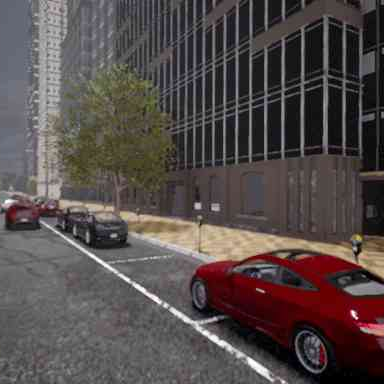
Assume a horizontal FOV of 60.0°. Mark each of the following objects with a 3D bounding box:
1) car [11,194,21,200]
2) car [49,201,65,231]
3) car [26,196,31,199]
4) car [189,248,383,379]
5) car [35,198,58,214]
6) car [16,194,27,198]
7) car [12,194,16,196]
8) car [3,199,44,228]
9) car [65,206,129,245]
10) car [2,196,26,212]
[{"bbox_3d":[-41.846,1.175,78.974,1.947,1.339,4.313,0,0,-31],"label":"car"},{"bbox_3d":[-7.139,1.494,20.140,2.008,1.369,4.403,0,0,-31],"label":"car"},{"bbox_3d":[-15.816,1.310,34.848,1.967,1.590,4.097,0,0,-31],"label":"car"},{"bbox_3d":[1.537,1.584,5.432,1.802,1.307,4.206,0,0,-31],"label":"car"},{"bbox_3d":[-12.923,1.335,29.946,1.967,1.590,4.097,0,0,-31],"label":"car"},{"bbox_3d":[-27.385,1.309,54.461,1.887,1.381,4.507,0,0,-31],"label":"car"},{"bbox_3d":[-36.062,1.239,69.169,1.947,1.339,4.313,0,0,-31],"label":"car"},{"bbox_3d":[-10.908,1.448,21.351,1.812,1.442,4.674,0,0,-30],"label":"car"},{"bbox_3d":[-4.247,1.516,15.237,2.008,1.369,4.403,0,0,-31],"label":"car"},{"bbox_3d":[-19.342,1.451,35.672,1.895,1.301,4.718,0,0,-30],"label":"car"}]
